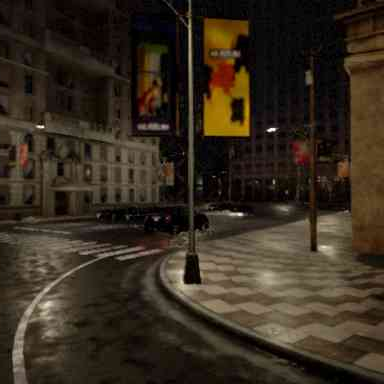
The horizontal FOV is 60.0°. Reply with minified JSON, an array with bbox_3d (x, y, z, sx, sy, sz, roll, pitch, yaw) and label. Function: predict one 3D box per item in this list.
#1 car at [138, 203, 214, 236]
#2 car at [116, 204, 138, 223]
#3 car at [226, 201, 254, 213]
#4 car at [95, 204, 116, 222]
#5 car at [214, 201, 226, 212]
[{"bbox_3d":[-0.852,1.594,20.431,2.097,1.767,4.553,-1,-1,33],"label":"car"},{"bbox_3d":[-3.823,1.839,28.851,2.128,1.511,4.902,-1,-1,33],"label":"car"},{"bbox_3d":[6.711,2.065,44.702,1.994,1.385,4.181,-1,-1,34],"label":"car"},{"bbox_3d":[-6.757,1.871,30.759,2.128,1.511,4.902,-1,-1,33],"label":"car"},{"bbox_3d":[4.052,2.028,47.021,2.128,1.511,4.902,-1,-1,34],"label":"car"}]
